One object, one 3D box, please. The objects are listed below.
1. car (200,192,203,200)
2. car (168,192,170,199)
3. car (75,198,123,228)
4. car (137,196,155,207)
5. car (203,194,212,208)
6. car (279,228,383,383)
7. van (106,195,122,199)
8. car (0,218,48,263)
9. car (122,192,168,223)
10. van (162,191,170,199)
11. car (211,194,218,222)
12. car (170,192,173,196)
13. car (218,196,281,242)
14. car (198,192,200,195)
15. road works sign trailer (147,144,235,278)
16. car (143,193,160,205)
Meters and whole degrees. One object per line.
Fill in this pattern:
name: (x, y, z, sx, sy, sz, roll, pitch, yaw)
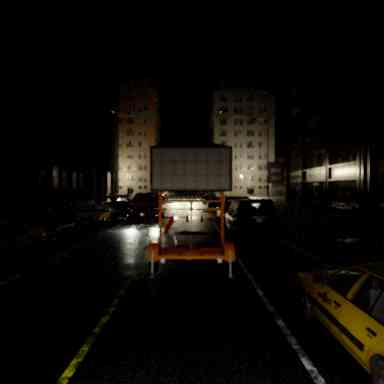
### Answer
car: (2.578, 0.996, 49.241, 1.967, 1.590, 4.097, 0, 1, 0)
car: (-5.978, 0.949, 66.170, 1.947, 1.339, 4.313, 0, 1, 0)
car: (-5.898, 1.353, 20.881, 1.752, 1.417, 4.829, 0, 0, 0)
car: (-5.937, 1.196, 43.611, 1.802, 1.307, 4.206, 0, 1, 0)
car: (2.598, 1.221, 37.965, 2.008, 1.369, 4.403, 0, 1, 0)
car: (2.659, 1.489, 4.338, 1.752, 1.417, 4.829, 0, 0, 1)
van: (-5.908, 1.118, 26.691, 1.690, 1.788, 3.998, 0, 0, 0)
car: (-5.884, 1.446, 9.568, 1.752, 1.417, 4.829, 0, 0, 1)
car: (-3.144, 1.025, 23.589, 2.150, 2.045, 5.566, 0, 1, 0)
van: (-5.998, 0.606, 77.449, 1.690, 1.788, 3.998, 0, 1, 0)
car: (2.628, 1.141, 21.044, 2.192, 1.841, 5.009, 0, 0, 0)
car: (-5.988, 0.640, 71.808, 2.192, 1.841, 5.009, 0, 1, 0)
car: (2.638, 1.189, 15.404, 2.192, 1.841, 5.009, 0, 0, 0)
car: (2.558, 0.985, 60.521, 1.887, 1.381, 4.507, 0, 1, 0)
road works sign trailer: (-0.018, 0.383, 9.858, 2.380, 3.560, 2.880, 0, 0, 0)
car: (-5.948, 0.997, 49.251, 1.967, 1.590, 4.097, 0, 1, 0)
